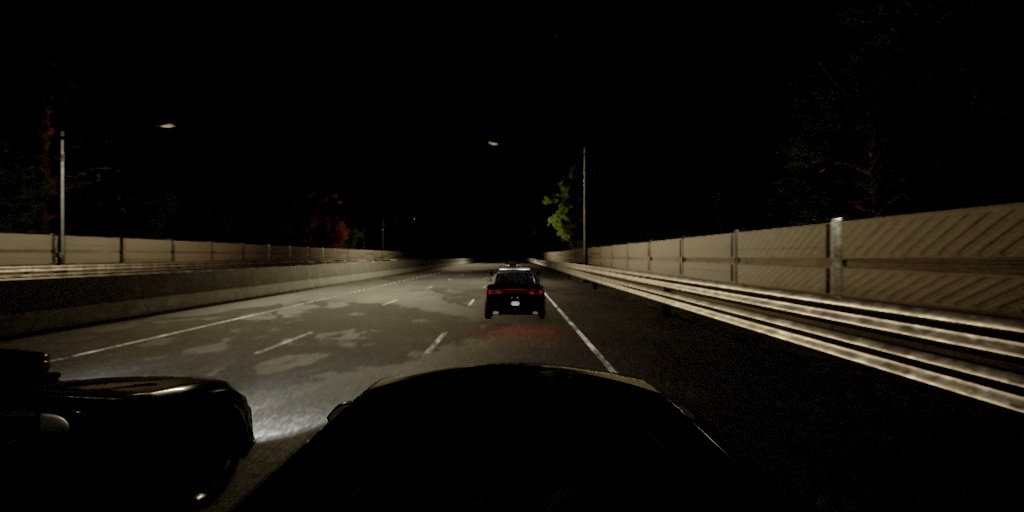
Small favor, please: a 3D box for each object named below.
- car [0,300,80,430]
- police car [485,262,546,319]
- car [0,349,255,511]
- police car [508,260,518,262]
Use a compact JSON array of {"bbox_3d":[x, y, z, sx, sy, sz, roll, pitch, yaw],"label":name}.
[{"bbox_3d":[-6.900,1.297,2.199,2.033,1.411,5.357,0,0,0],"label":"car"},{"bbox_3d":[0.100,1.178,13.016,1.930,1.638,5.238,0,0,0],"label":"police car"},{"bbox_3d":[-3.400,1.314,1.627,1.994,1.385,4.181,0,0,0],"label":"car"},{"bbox_3d":[0.107,1.266,44.072,2.038,1.542,4.974,0,0,0],"label":"police car"}]
